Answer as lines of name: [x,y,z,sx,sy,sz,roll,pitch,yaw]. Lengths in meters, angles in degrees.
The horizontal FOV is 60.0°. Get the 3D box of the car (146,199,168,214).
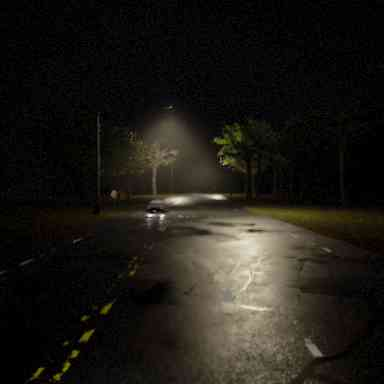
car: [-3.630,1.482,35.288,2.033,1.411,5.357,0,0,1]
